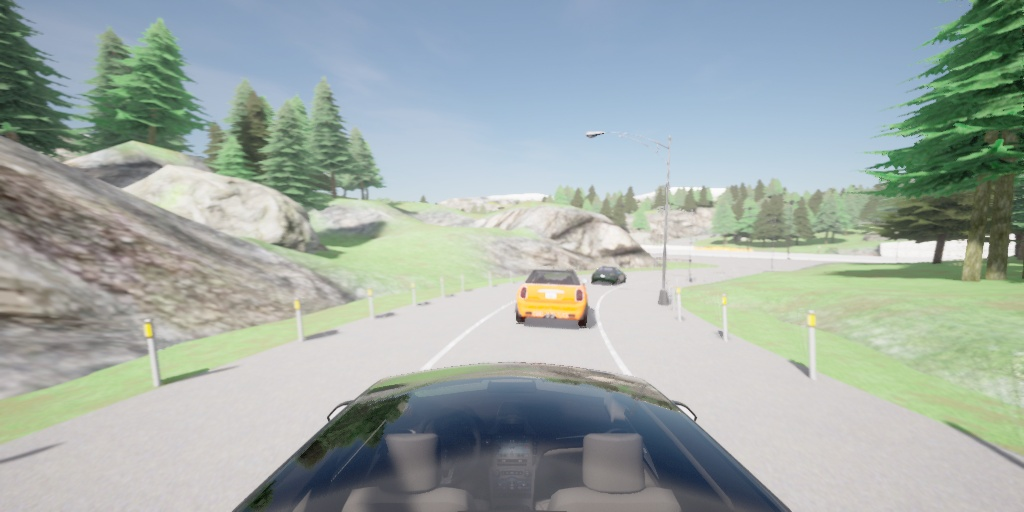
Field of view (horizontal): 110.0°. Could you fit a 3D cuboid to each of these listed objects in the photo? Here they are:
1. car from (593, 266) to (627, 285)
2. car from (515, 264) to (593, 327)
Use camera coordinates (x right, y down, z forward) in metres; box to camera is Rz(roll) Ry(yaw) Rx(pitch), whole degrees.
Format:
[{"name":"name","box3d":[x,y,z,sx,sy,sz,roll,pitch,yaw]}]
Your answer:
[{"name":"car","box3d":[7.888,1.516,28.950,1.994,1.385,4.181,4,1,30]},{"name":"car","box3d":[1.465,1.132,12.111,2.097,1.767,4.553,2,0,10]}]
